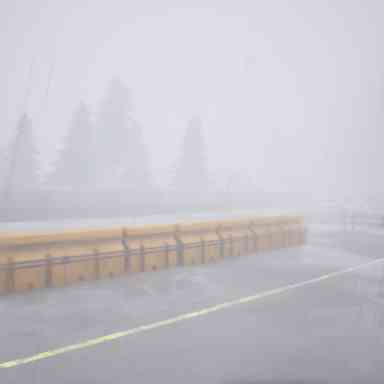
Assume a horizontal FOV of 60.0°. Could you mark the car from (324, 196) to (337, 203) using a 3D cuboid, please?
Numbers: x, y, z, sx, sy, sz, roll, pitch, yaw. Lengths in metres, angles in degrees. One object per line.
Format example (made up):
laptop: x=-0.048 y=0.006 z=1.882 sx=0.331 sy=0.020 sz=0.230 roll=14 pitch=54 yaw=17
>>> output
car: x=27.325 y=1.491 z=65.377 sx=1.994 sy=1.385 sz=4.181 roll=0 pitch=0 yaw=30

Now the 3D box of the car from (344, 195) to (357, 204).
car: x=30.419 y=1.289 z=63.739 sx=2.097 sy=1.767 sz=4.553 roll=0 pitch=0 yaw=30

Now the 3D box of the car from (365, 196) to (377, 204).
car: x=33.483 y=1.408 z=62.048 sx=1.882 sy=1.535 sz=5.008 roll=0 pitch=0 yaw=30
